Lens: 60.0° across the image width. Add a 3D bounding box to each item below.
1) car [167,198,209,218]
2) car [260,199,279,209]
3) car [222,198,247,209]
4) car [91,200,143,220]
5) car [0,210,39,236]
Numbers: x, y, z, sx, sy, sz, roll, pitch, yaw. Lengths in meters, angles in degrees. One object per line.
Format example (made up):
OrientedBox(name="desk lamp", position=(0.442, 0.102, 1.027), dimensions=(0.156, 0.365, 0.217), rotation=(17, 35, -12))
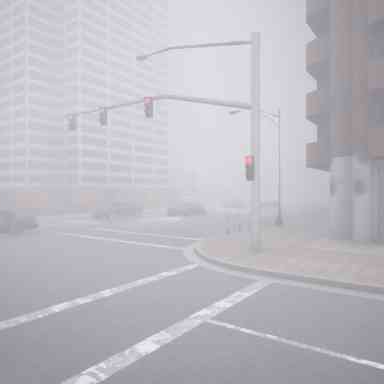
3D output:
OrientedBox(name="car", position=(-0.449, 1.564, 30.337), dimensions=(1.994, 1.385, 4.181), rotation=(0, 0, 35))
OrientedBox(name="car", position=(10.438, 1.631, 45.659), dimensions=(1.895, 1.301, 4.718), rotation=(0, 0, 35))
OrientedBox(name="car", position=(5.831, 1.564, 45.239), dimensions=(1.994, 1.385, 4.181), rotation=(0, 0, 36))
OrientedBox(name="car", position=(-6.246, 1.500, 28.181), dimensions=(1.837, 1.490, 4.892), rotation=(0, 1, 35))
OrientedBox(name="car", position=(-10.375, 1.548, 16.226), dimensions=(2.033, 1.411, 5.357), rotation=(0, 0, 35))
